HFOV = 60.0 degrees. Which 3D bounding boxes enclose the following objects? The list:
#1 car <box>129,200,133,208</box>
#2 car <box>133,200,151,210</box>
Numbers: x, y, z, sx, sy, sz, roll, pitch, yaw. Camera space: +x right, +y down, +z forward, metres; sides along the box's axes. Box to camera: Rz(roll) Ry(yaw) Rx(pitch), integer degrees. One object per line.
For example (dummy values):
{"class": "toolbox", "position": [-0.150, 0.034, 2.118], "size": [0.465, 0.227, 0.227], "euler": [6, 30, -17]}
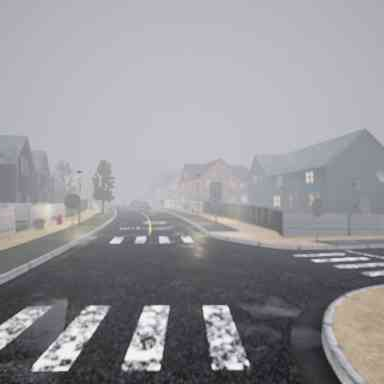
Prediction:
{"class": "car", "position": [-10.968, 2.244, 64.205], "size": [1.882, 1.535, 5.008], "euler": [1, -1, -17]}
{"class": "car", "position": [-7.915, 2.177, 54.177], "size": [2.033, 1.411, 5.357], "euler": [1, -1, -17]}
